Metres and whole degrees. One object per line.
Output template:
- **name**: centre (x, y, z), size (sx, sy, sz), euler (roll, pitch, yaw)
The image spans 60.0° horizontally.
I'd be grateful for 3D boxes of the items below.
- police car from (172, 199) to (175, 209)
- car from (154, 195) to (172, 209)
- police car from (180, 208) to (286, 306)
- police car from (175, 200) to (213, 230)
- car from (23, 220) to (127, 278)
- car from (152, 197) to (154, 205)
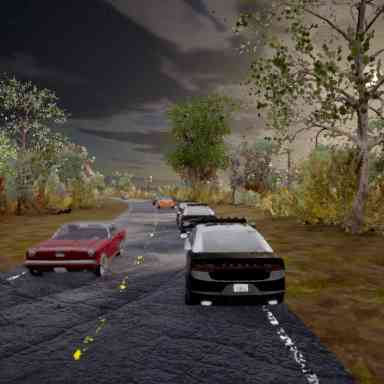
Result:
- **police car**: centre (-0.220, 1.423, 24.333), size (1.930, 1.638, 5.238), euler (0, 0, -5)
- **car**: centre (-3.685, 1.348, 45.648), size (2.097, 1.767, 4.553), euler (0, 0, -9)
- **police car**: centre (0.745, 1.425, 8.237), size (1.930, 1.638, 5.238), euler (0, 0, -2)
- **police car**: centre (0.242, 1.424, 18.303), size (1.930, 1.638, 5.238), euler (0, 0, -4)
- **car**: centre (-3.312, 1.600, 10.342), size (1.895, 1.301, 4.718), euler (0, 0, -2)
- **car**: centre (-5.858, 1.346, 57.945), size (2.097, 1.767, 4.553), euler (0, 0, -12)
